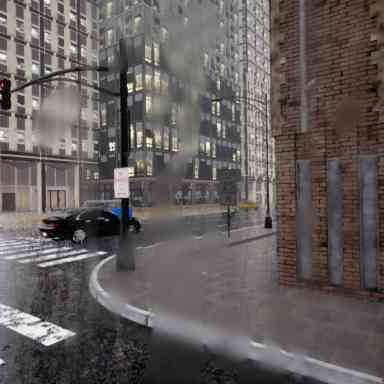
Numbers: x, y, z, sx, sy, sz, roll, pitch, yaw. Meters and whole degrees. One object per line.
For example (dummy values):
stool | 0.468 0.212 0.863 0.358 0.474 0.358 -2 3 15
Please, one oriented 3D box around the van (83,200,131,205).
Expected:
van | -6.020 1.460 23.488 1.690 1.788 3.998 -2 -1 36

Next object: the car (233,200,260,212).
car | 6.812 1.689 41.400 1.752 1.417 4.829 -2 -1 36

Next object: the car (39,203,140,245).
car | -4.589 1.500 15.657 1.837 1.490 4.892 0 0 38
